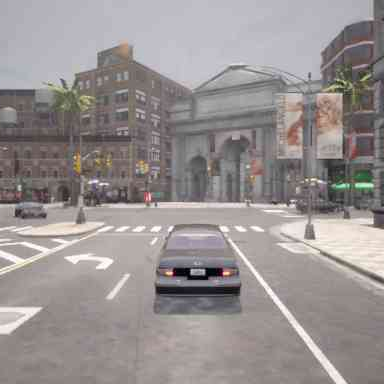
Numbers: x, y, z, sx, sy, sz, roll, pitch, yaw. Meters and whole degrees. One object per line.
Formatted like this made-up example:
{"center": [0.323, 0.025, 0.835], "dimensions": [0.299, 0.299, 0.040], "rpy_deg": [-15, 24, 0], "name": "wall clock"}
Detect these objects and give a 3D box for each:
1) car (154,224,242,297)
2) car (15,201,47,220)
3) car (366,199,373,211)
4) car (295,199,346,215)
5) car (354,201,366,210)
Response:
{"center": [0.111, 1.547, 8.741], "dimensions": [2.033, 1.411, 5.357], "rpy_deg": [0, 0, 0], "name": "car"}
{"center": [-13.738, 1.525, 28.295], "dimensions": [1.812, 1.442, 4.674], "rpy_deg": [1, -1, -37], "name": "car"}
{"center": [22.705, 1.526, 37.468], "dimensions": [4.674, 1.442, 1.812], "rpy_deg": [0, 0, 1], "name": "car"}
{"center": [13.087, 1.505, 33.881], "dimensions": [4.892, 1.490, 1.837], "rpy_deg": [0, 0, 1], "name": "car"}
{"center": [22.279, 1.564, 40.966], "dimensions": [4.181, 1.385, 1.994], "rpy_deg": [0, 0, 0], "name": "car"}
